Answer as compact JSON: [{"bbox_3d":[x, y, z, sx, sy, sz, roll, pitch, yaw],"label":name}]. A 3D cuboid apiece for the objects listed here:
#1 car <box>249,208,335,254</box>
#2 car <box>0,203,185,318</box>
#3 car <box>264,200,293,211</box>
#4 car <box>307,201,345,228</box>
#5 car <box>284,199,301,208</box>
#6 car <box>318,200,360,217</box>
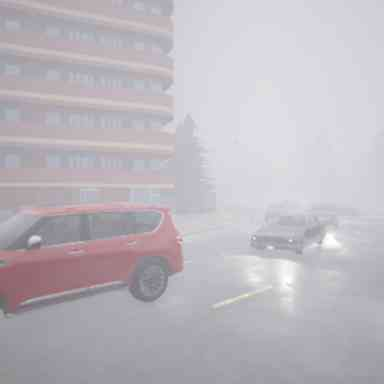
[{"bbox_3d":[4.357,1.641,14.265,2.033,1.411,5.357,0,0,35],"label":"car"},{"bbox_3d":[-2.657,1.276,6.694,5.566,2.045,2.150,0,-1,-42],"label":"car"},{"bbox_3d":[7.036,1.641,27.586,2.033,1.411,5.357,0,0,14],"label":"car"},{"bbox_3d":[9.267,1.641,23.482,2.128,1.511,4.902,0,0,21],"label":"car"},{"bbox_3d":[13.499,1.787,47.488,1.882,1.535,5.008,0,-1,-16],"label":"car"},{"bbox_3d":[15.040,1.758,33.775,2.033,1.411,5.357,0,0,1],"label":"car"}]
